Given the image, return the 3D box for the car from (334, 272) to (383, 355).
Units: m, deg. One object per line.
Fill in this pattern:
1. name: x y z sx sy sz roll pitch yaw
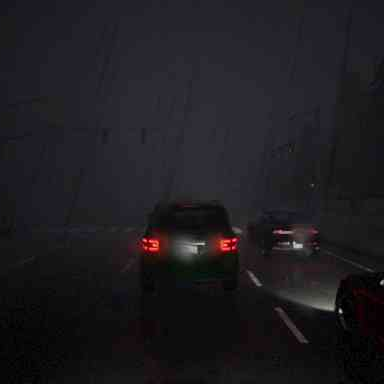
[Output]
1. car: 3.428 1.564 4.003 1.994 1.385 4.181 0 0 -1

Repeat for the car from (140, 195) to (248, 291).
1. car: -0.093 1.221 9.156 2.150 2.045 5.566 0 0 -1

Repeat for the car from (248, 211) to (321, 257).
1. car: 3.342 1.491 12.911 2.128 1.511 4.902 0 0 0
